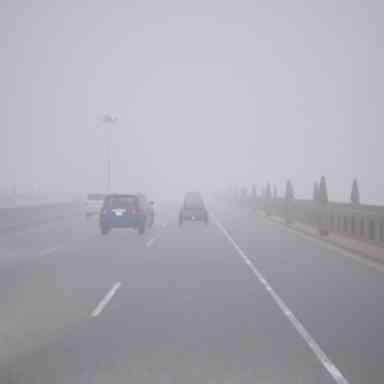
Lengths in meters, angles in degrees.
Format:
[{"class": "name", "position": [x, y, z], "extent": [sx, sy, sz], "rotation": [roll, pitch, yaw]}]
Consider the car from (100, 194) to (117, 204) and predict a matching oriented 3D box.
[{"class": "car", "position": [-14.030, 1.140, 56.138], "extent": [1.837, 1.490, 4.892], "rotation": [0, 0, -1]}]

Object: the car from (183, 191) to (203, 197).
[{"class": "car", "position": [0.104, 0.932, 40.017], "extent": [2.150, 2.045, 5.566], "rotation": [0, 1, 0]}]

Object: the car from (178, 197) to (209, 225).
[{"class": "car", "position": [0.099, 1.326, 22.168], "extent": [2.128, 1.511, 4.902], "rotation": [0, 0, 0]}]

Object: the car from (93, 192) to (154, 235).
[{"class": "car", "position": [-3.400, 1.086, 18.149], "extent": [2.150, 2.045, 5.566], "rotation": [0, 0, 0]}]

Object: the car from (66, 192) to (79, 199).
[{"class": "car", "position": [-21.088, 0.658, 59.989], "extent": [1.882, 1.535, 5.008], "rotation": [0, 0, -1]}]

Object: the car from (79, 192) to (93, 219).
[{"class": "car", "position": [-6.902, 1.024, 26.755], "extent": [2.150, 2.045, 5.566], "rotation": [0, 0, 0]}]
